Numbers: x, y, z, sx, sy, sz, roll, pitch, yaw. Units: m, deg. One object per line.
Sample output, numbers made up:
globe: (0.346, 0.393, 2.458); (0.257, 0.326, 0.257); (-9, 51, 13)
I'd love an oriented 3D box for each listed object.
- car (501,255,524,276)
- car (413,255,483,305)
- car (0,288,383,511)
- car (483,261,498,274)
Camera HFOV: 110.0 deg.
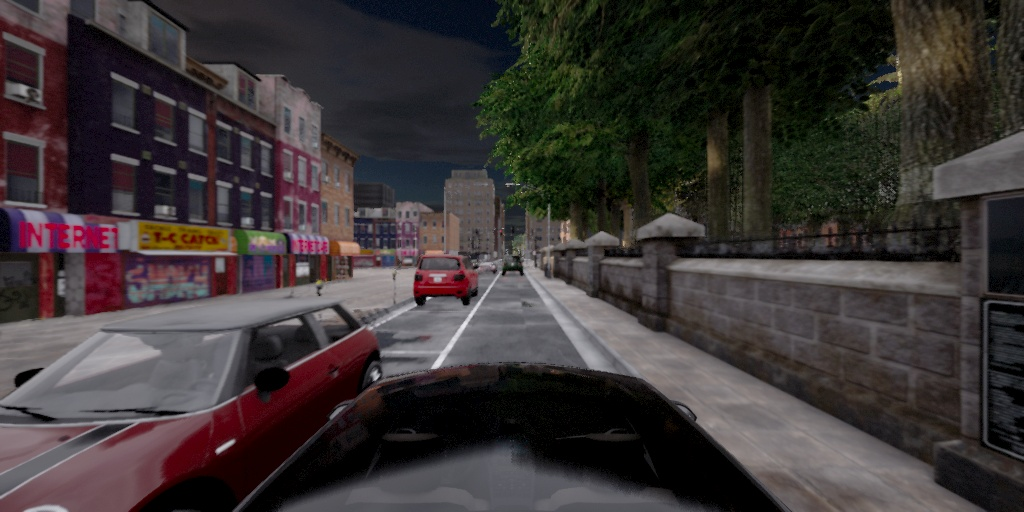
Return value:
car: (0.076, 0.931, 37.293); (2.150, 2.045, 5.566); (0, 0, 0)
car: (-2.746, 0.960, 15.955); (2.150, 2.045, 5.566); (0, 0, 0)
car: (-2.646, 1.189, 3.007); (1.967, 1.591, 4.097); (0, 0, 0)
car: (-2.626, 1.291, 39.627); (1.802, 1.307, 4.207); (0, 0, 0)
